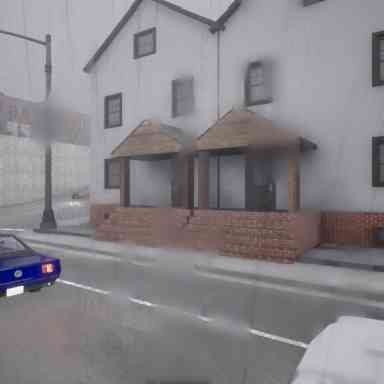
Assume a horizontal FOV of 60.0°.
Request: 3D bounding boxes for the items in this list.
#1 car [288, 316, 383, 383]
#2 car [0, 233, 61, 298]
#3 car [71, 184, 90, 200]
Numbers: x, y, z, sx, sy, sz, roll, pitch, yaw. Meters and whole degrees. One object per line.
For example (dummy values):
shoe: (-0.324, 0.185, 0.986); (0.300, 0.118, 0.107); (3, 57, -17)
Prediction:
car: (2.959, 1.601, 1.872); (4.718, 1.301, 1.895); (0, 0, 36)
car: (-5.160, 1.601, 7.646); (4.718, 1.301, 1.895); (0, 0, 36)
car: (-10.518, -0.110, 34.837); (1.994, 1.385, 4.181); (0, 12, 35)
